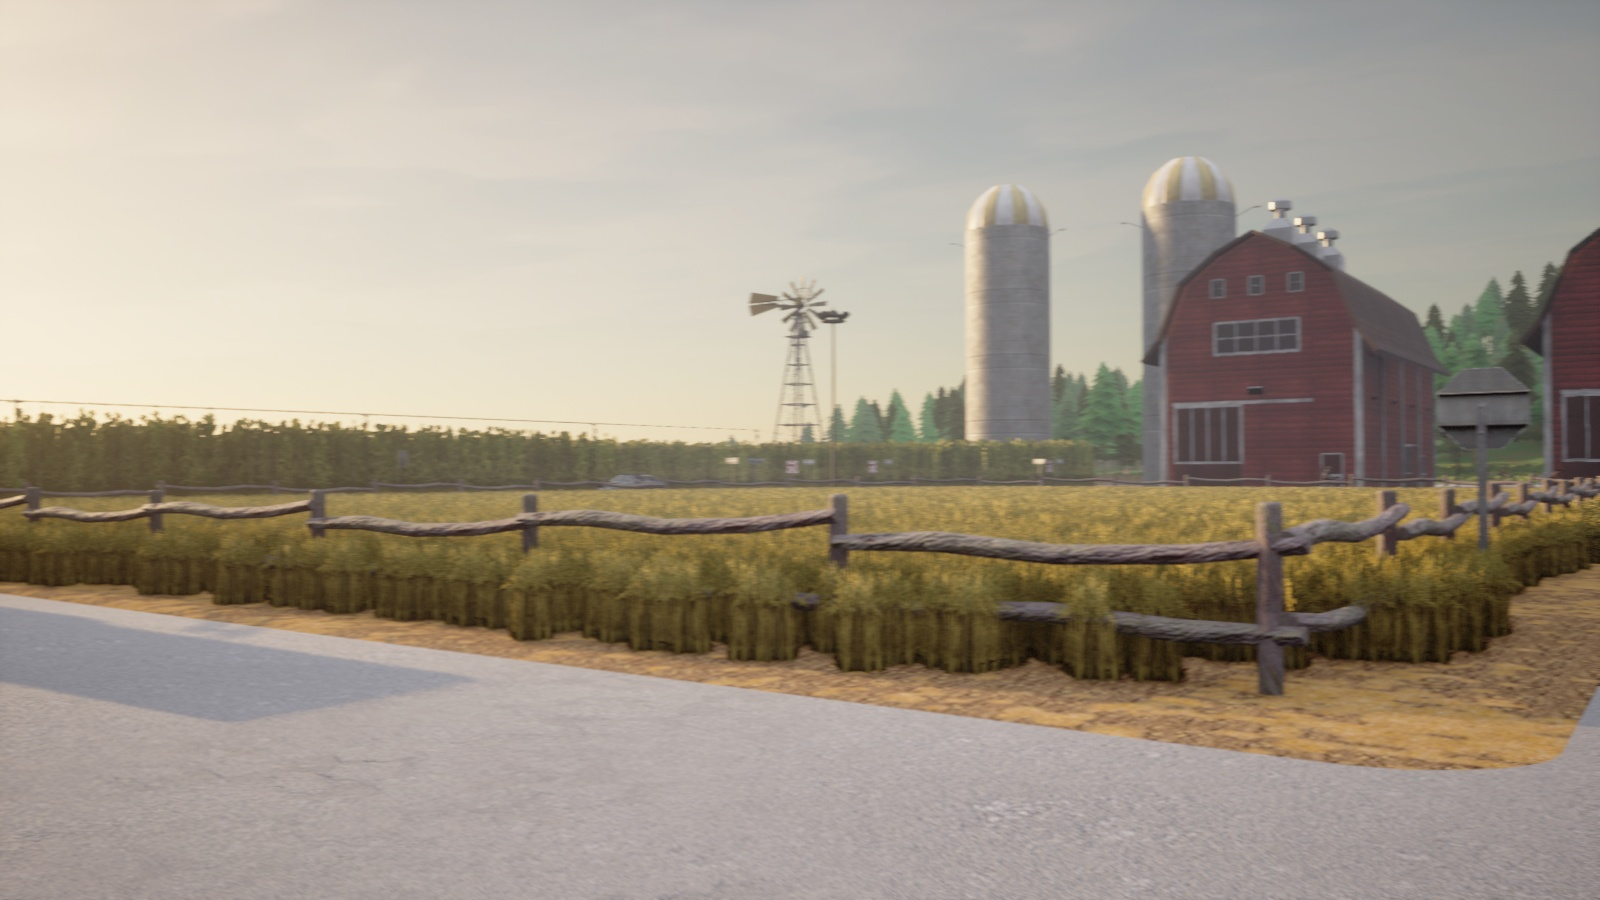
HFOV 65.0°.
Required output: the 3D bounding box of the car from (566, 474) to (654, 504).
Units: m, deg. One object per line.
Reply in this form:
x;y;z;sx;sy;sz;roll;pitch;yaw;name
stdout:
-10.199;2.078;67.755;2.128;1.511;4.902;-1;-1;30;car
